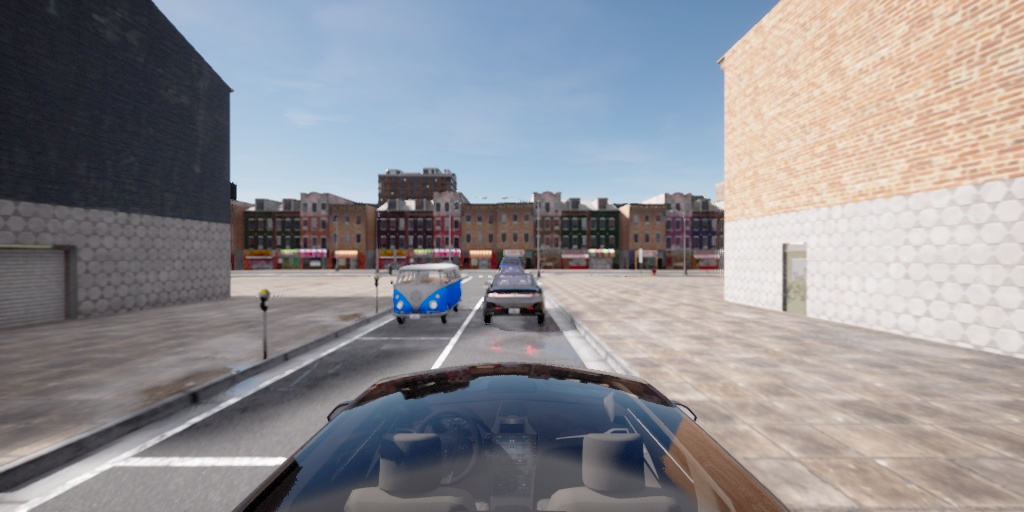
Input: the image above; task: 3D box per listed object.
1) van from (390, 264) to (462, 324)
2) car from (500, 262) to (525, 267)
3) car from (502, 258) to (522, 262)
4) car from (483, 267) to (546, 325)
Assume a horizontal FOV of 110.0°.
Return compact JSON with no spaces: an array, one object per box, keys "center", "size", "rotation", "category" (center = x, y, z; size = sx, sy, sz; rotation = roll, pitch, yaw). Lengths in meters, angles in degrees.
[{"center":[-2.672,1.149,11.938],"size":[1.690,1.789,3.998],"rotation":[0,0,0],"category":"van"},{"center":[0.026,1.364,22.562],"size":[2.128,1.511,4.902],"rotation":[0,0,0],"category":"car"},{"center":[0.023,1.167,34.273],"size":[2.150,2.045,5.566],"rotation":[0,0,3],"category":"car"},{"center":[0.062,1.301,12.173],"size":[2.128,1.511,4.902],"rotation":[0,0,0],"category":"car"}]
